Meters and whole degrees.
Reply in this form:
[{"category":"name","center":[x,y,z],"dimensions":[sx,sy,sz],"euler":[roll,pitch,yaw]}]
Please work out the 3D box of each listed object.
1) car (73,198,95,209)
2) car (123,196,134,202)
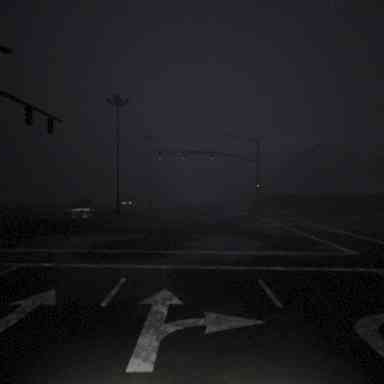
[{"category":"car","center":[-15.084,1.616,46.708],"dimensions":[1.837,1.490,4.892],"euler":[0,1,0]},{"category":"car","center":[-15.023,1.668,78.246],"dimensions":[1.895,1.301,4.718],"euler":[0,0,0]}]
